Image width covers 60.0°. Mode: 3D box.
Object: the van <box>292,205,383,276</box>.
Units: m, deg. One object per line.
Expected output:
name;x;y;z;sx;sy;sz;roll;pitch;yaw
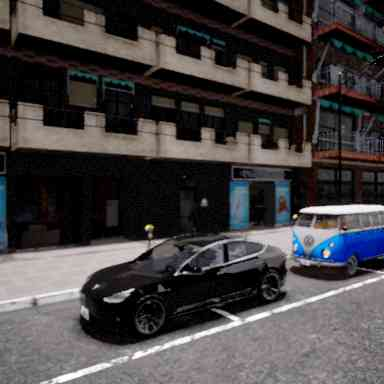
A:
van;4.668;1.300;9.889;3.998;1.788;1.690;0;0;-36

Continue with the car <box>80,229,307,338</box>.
car;0.058;1.548;6.599;4.313;1.339;1.947;0;0;-36
